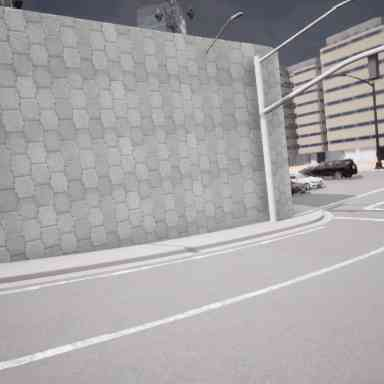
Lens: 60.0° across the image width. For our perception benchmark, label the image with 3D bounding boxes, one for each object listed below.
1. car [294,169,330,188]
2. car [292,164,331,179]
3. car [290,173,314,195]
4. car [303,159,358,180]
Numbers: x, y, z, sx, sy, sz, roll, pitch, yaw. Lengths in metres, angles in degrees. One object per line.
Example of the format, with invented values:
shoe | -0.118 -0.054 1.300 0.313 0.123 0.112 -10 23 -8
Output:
car | 9.711 -0.974 30.506 1.812 1.442 4.674 -10 6 -35
car | 14.877 -2.522 41.545 1.994 1.385 4.181 -10 6 -35
car | 7.358 -0.459 27.864 1.812 1.442 4.674 -10 6 -35
car | 14.740 -2.340 35.651 2.150 2.045 5.566 -10 6 -35
